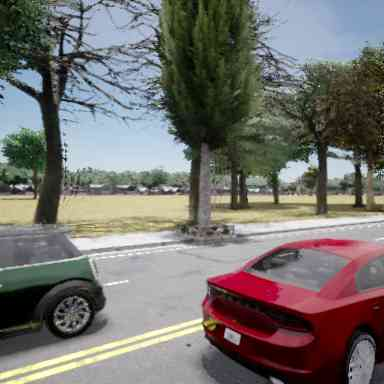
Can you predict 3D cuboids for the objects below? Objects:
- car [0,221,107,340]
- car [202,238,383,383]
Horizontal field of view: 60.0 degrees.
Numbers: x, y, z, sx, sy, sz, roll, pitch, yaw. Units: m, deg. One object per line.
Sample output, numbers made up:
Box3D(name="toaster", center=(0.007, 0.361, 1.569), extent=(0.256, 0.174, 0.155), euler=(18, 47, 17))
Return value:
Box3D(name="car", center=(-3.735, 1.352, 4.993), extent=(4.553, 1.767, 2.097), euler=(0, 0, -35))
Box3D(name="car", center=(2.469, 1.478, 5.202), extent=(5.008, 1.535, 1.882), euler=(0, 0, -36))
